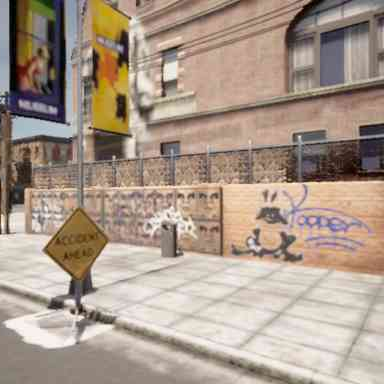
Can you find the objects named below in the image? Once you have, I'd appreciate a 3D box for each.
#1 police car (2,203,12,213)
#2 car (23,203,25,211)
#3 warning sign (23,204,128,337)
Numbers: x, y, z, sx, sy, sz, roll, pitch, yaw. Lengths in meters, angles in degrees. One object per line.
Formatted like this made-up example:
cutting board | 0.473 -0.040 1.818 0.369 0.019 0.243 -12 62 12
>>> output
police car | -23.538 1.821 39.639 1.930 1.638 5.238 0 0 6
car | -21.639 1.776 47.513 2.097 1.767 4.553 -1 0 21
warning sign | -1.931 1.160 5.617 1.060 1.860 1.300 -1 0 36
